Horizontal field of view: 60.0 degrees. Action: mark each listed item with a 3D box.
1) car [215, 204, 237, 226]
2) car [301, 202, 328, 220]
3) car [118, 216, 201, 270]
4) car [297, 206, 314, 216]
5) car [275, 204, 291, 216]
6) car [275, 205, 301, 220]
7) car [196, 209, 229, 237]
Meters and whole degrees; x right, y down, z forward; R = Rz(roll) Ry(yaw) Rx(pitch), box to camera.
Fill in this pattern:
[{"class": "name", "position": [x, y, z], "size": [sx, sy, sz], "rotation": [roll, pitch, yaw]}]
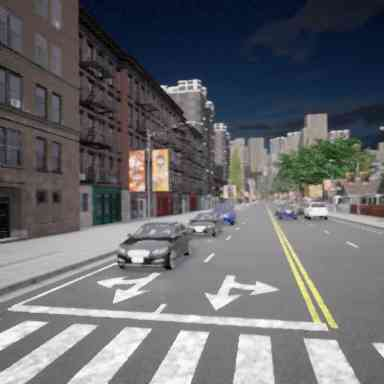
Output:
[{"class": "car", "position": [3.286, 2.204, 33.304], "size": [2.150, 2.045, 5.566], "rotation": [-1, -2, 12]}, {"class": "car", "position": [14.775, 2.237, 39.740], "size": [2.150, 2.045, 5.566], "rotation": [-1, -2, 13]}, {"class": "car", "position": [-1.216, 1.910, 12.747], "size": [2.128, 1.511, 4.902], "rotation": [-1, -2, 11]}, {"class": "car", "position": [16.972, 2.814, 49.854], "size": [1.812, 1.442, 4.674], "rotation": [-1, -2, 12]}, {"class": "car", "position": [13.788, 2.705, 50.521], "size": [2.097, 1.767, 4.553], "rotation": [-1, -2, 12]}, {"class": "car", "position": [11.659, 2.438, 40.625], "size": [2.097, 1.767, 4.553], "rotation": [-1, -2, 13]}, {"class": "car", "position": [1.009, 2.189, 22.883], "size": [2.128, 1.511, 4.902], "rotation": [-1, -2, 12]}]
